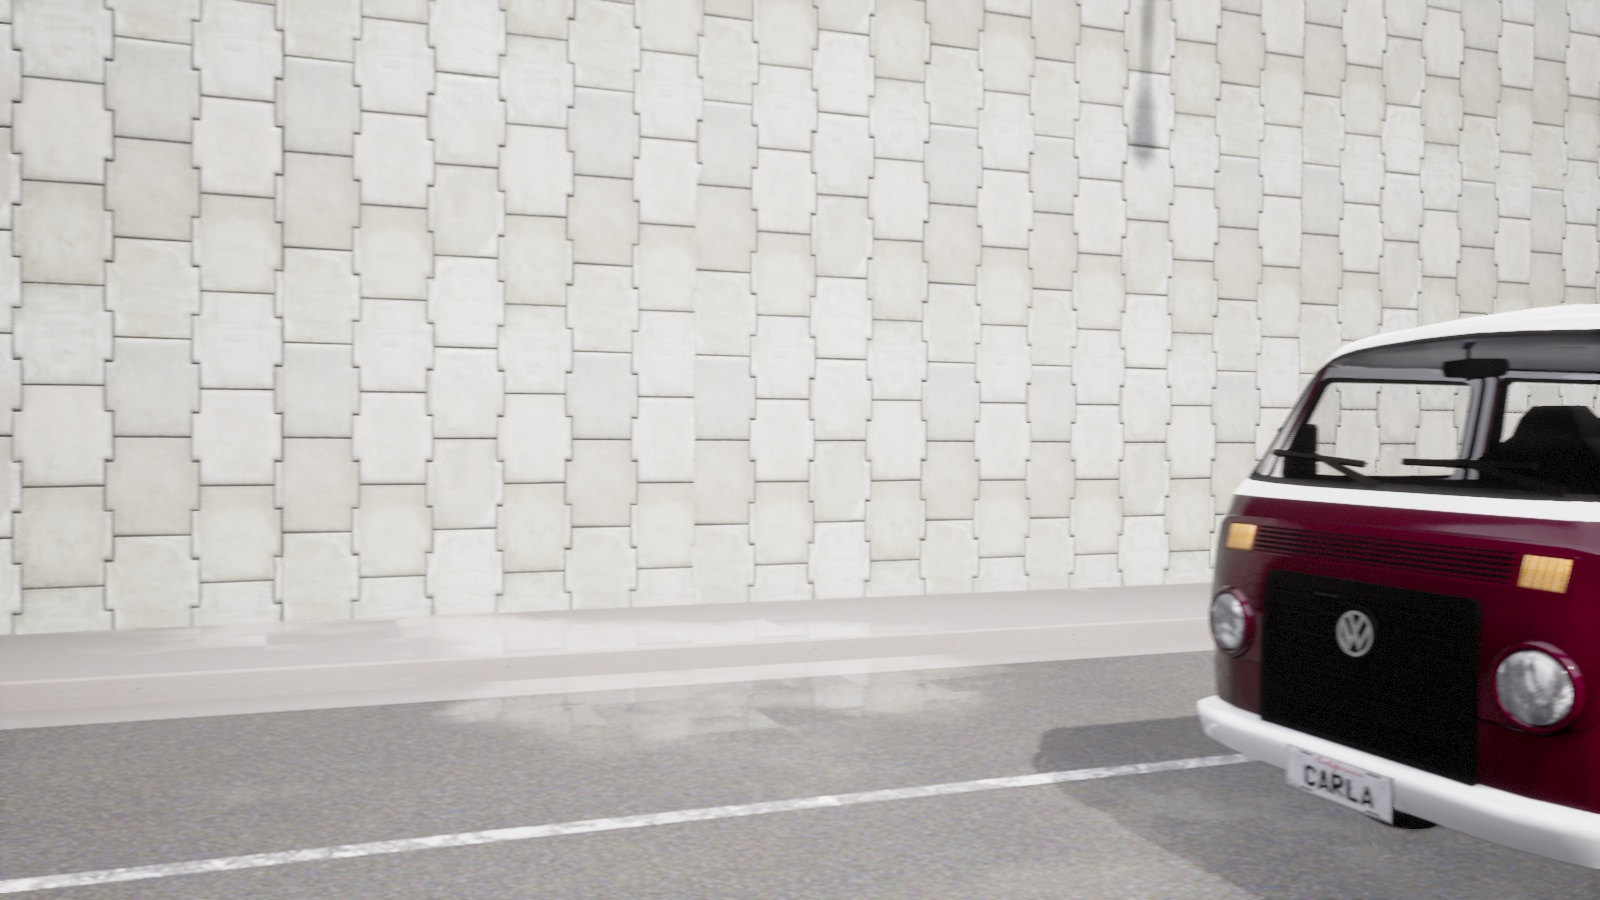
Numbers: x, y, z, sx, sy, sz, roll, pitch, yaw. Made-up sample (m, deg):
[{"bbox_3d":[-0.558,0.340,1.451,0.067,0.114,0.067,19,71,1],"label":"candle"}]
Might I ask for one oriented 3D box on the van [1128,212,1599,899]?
[{"bbox_3d":[3.728,0.396,4.651,4.480,2.038,2.069,-1,1,-21],"label":"van"}]
